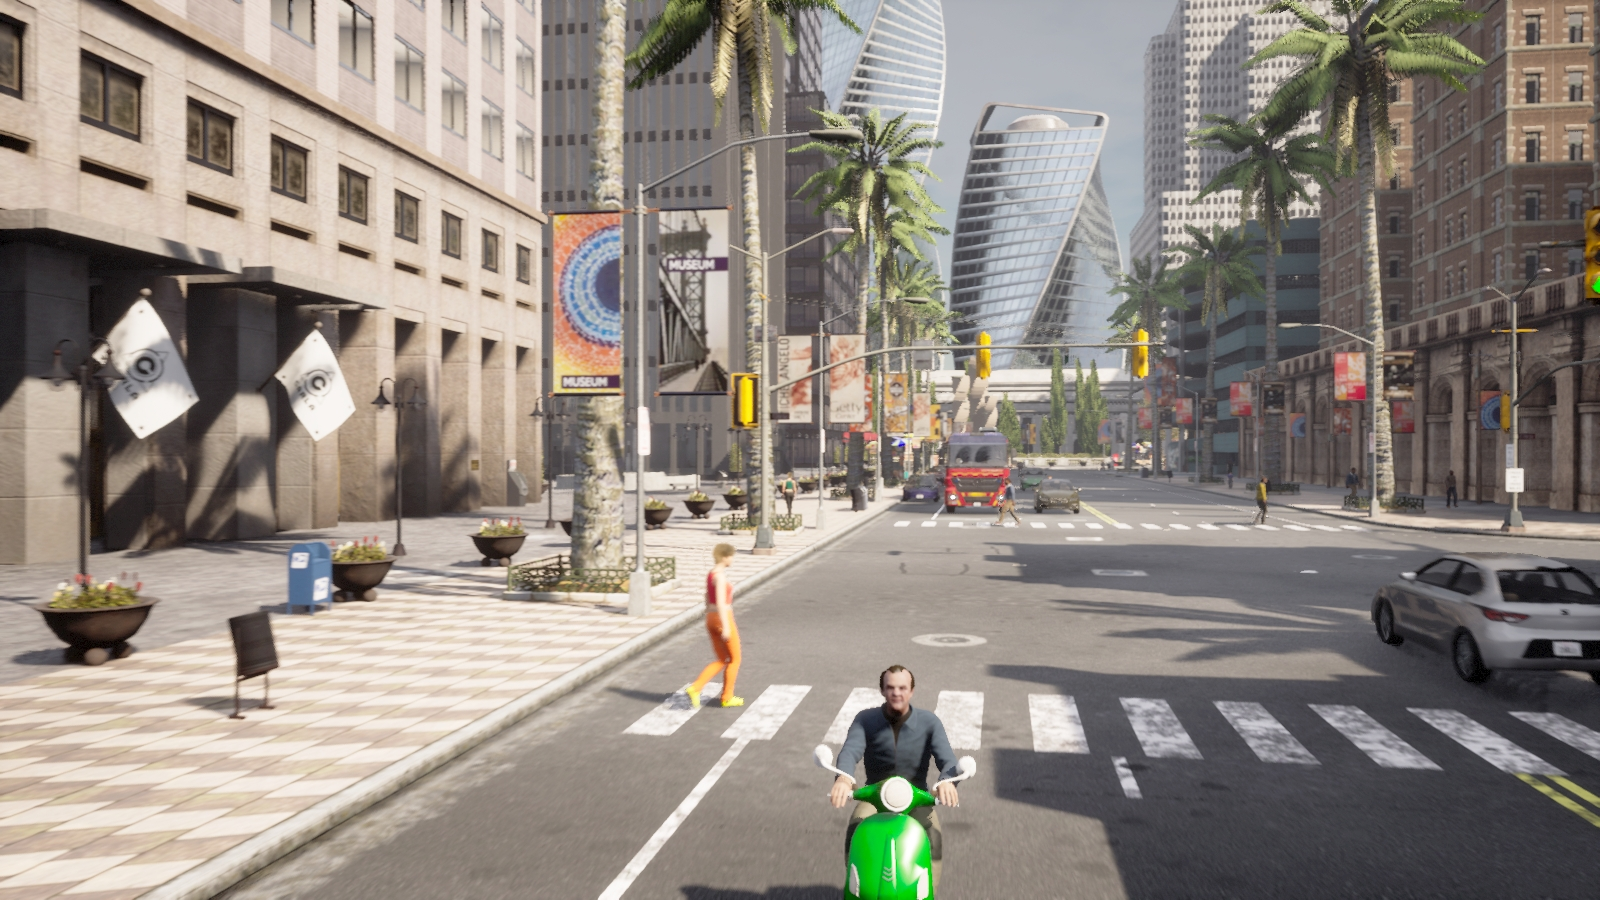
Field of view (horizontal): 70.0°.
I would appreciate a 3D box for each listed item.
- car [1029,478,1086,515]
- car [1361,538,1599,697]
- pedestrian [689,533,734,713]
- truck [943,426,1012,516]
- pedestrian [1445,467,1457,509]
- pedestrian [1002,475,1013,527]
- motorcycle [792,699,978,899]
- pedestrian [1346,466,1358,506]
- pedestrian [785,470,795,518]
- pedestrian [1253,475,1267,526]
[{"bbox_3d":[11.622,2.066,51.841,2.231,1.480,4.892,0,0,10],"label":"car"},{"bbox_3d":[9.072,2.069,15.076,1.816,1.474,4.193,0,0,9],"label":"car"},{"bbox_3d":[-0.953,1.848,12.308,0.375,1.860,0.375,0,0,-25],"label":"pedestrian"},{"bbox_3d":[8.312,0.895,53.220,2.891,3.827,8.468,0,0,9],"label":"truck"},{"bbox_3d":[29.282,1.707,51.411,0.375,1.860,0.375,0,0,9],"label":"pedestrian"},{"bbox_3d":[7.574,1.853,41.633,0.375,1.860,0.375,0,0,8],"label":"pedestrian"},{"bbox_3d":[0.499,2.182,6.205,0.856,1.236,1.805,1,0,7],"label":"motorcycle"},{"bbox_3d":[26.293,1.707,54.392,0.375,1.860,0.375,0,0,-14],"label":"pedestrian"},{"bbox_3d":[-0.397,1.697,44.125,0.375,1.860,0.375,0,0,-2],"label":"pedestrian"},{"bbox_3d":[17.022,1.856,42.255,0.375,1.860,0.375,0,0,3],"label":"pedestrian"}]
